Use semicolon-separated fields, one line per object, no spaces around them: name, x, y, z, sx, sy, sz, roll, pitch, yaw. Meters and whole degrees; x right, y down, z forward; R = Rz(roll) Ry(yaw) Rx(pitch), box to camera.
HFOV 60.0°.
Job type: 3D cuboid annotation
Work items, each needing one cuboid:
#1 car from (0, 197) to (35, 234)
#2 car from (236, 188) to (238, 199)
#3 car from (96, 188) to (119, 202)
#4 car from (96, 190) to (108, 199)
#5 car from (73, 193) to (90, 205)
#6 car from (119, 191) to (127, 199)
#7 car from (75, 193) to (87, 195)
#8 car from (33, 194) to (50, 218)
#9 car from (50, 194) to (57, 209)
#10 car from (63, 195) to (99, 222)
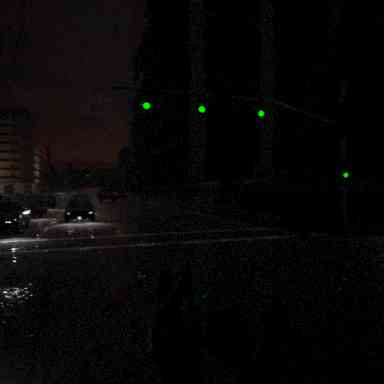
car;-9.414;1.232;16.813;1.837;1.490;4.892;-1;1;-18
car;6.996;0.343;42.612;1.905;1.878;3.866;-1;1;-18
car;-12.521;0.414;49.135;2.150;2.045;5.566;-1;1;-18
car;-16.614;0.494;61.199;1.882;1.535;5.008;-1;1;-18
car;-14.267;0.860;42.965;2.033;1.411;5.357;-1;1;-18
car;-13.379;0.518;62.568;2.033;1.411;5.357;-1;1;-18
car;-10.978;0.956;32.815;2.128;1.511;4.902;-1;1;-18
car;-12.234;1.125;25.410;1.812;1.442;4.674;-1;1;-18
car;-15.413;0.980;35.166;1.812;1.442;4.674;-1;1;-18
car;-7.751;1.158;22.961;2.033;1.411;5.357;-1;1;-18
